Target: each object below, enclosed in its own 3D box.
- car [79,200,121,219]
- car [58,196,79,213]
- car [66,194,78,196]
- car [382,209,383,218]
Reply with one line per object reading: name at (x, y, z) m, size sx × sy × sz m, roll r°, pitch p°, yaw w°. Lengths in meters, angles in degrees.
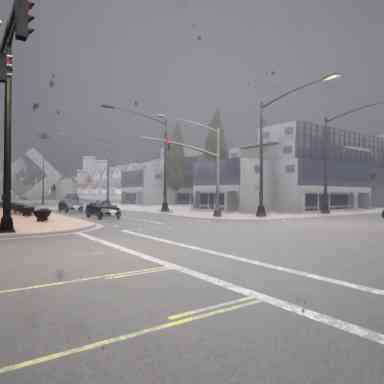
car at (-7.771, 1.501, 28.881) m, size 2.128 × 1.511 × 4.902 m, roll 1°, pitch 0°, yaw -35°
car at (-13.672, 1.499, 37.356) m, size 2.128 × 1.511 × 4.902 m, roll 1°, pitch 0°, yaw -35°
car at (-19.812, 1.272, 54.831) m, size 2.150 × 2.045 × 5.566 m, roll 1°, pitch 0°, yaw -21°
car at (19.322, 1.751, 30.702) m, size 4.181 × 1.385 × 1.994 m, roll 0°, pitch 0°, yaw -36°
